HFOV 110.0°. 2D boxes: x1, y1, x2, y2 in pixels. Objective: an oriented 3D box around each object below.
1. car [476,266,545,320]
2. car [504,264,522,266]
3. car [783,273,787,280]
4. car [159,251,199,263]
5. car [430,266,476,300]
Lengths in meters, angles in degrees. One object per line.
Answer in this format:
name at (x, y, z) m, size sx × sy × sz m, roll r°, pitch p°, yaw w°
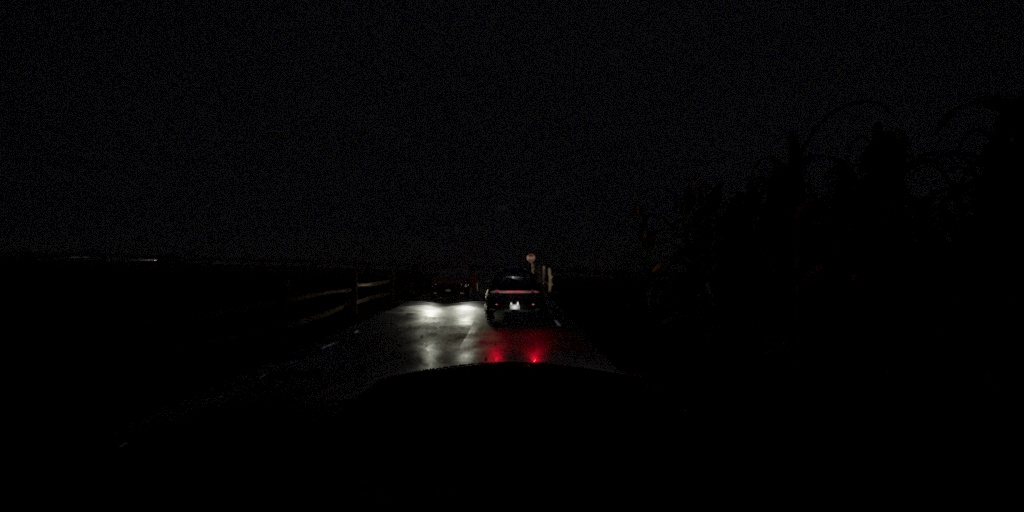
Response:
car at (0.087, 1.271, 12.843) m, size 2.128 × 1.511 × 4.902 m, roll 0°, pitch 0°, yaw 0°
car at (0.085, 1.315, 26.902) m, size 2.128 × 1.511 × 4.902 m, roll 0°, pitch 0°, yaw 0°
car at (38.500, 2.617, 49.165) m, size 5.357 × 1.411 × 2.033 m, roll 2°, pitch 2°, yaw 1°
car at (-43.407, 0.148, 46.687) m, size 4.181 × 1.385 × 1.994 m, roll 2°, pitch 2°, yaw 1°
car at (-2.846, 1.274, 18.411) m, size 1.882 × 1.535 × 5.008 m, roll 0°, pitch 0°, yaw 0°
